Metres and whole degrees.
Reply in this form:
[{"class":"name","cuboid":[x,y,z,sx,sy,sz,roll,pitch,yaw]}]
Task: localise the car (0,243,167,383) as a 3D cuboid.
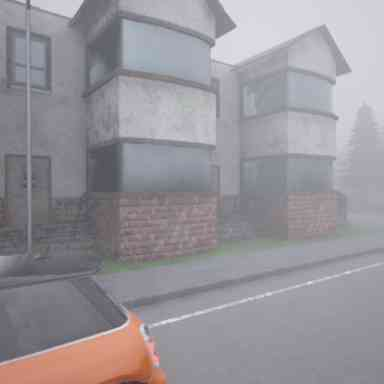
[{"class":"car","cuboid":[-2.472,1.358,2.220,4.553,1.767,2.097,0,0,-35]}]
